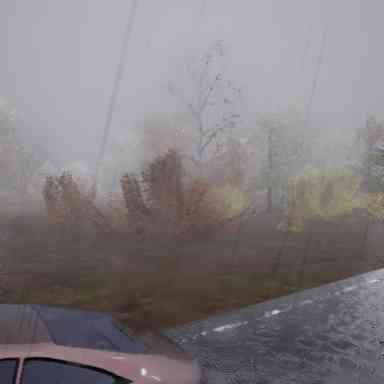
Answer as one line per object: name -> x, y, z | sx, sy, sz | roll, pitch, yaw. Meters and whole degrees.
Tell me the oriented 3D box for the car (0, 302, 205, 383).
car -> -1.878, 1.565, 2.039 | 4.181, 1.385, 1.994 | 0, 0, -36
